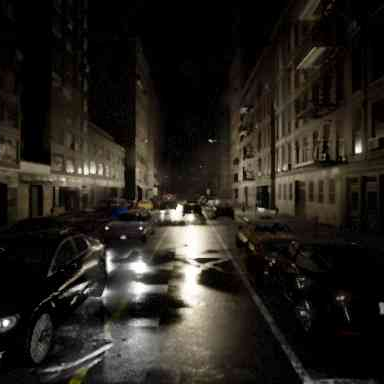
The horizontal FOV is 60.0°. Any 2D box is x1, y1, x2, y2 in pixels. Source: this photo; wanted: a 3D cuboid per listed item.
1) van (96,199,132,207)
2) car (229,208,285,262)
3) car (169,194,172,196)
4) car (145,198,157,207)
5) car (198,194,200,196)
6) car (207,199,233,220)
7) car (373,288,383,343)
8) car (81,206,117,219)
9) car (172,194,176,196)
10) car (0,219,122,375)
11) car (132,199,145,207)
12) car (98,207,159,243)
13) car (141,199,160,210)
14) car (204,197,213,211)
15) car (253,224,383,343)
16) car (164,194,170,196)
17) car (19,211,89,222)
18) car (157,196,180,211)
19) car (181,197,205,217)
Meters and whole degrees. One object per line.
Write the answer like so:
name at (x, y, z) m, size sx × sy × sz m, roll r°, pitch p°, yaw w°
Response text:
van at (-5.447, 1.357, 22.678) m, size 1.690 × 1.788 × 3.998 m, roll 0°, pitch 0°, yaw 0°
car at (2.608, 1.530, 12.035) m, size 1.752 × 1.417 × 4.829 m, roll 0°, pitch 0°, yaw 0°
car at (-5.568, 1.575, 65.979) m, size 2.008 × 1.369 × 4.403 m, roll 0°, pitch 0°, yaw 0°
car at (-5.492, 1.547, 38.745) m, size 1.752 × 1.417 × 4.829 m, roll 0°, pitch 0°, yaw 0°
car at (2.457, 1.544, 66.162) m, size 1.752 × 1.417 × 4.829 m, roll 0°, pitch 0°, yaw 0°
car at (2.563, 1.562, 28.103) m, size 2.008 × 1.369 × 4.403 m, roll 0°, pitch 0°, yaw 0°
car at (2.638, 1.581, 1.040) m, size 1.802 × 1.307 × 4.206 m, roll 0°, pitch 0°, yaw 0°
car at (-5.432, 1.596, 17.265) m, size 1.802 × 1.307 × 4.206 m, roll 0°, pitch 0°, yaw 0°
car at (-5.598, 1.337, 76.804) m, size 2.192 × 1.841 × 5.009 m, roll 0°, pitch 0°, yaw 0°
car at (-2.861, 1.498, 5.839) m, size 2.128 × 1.511 × 4.902 m, roll 0°, pitch 0°, yaw 0°
car at (-5.462, 1.458, 28.090) m, size 1.967 × 1.590 × 4.097 m, roll 0°, pitch 0°, yaw 0°
car at (-2.880, 1.612, 16.213) m, size 1.895 × 1.301 × 4.718 m, roll 0°, pitch 0°, yaw 0°
car at (-5.508, 1.589, 44.328) m, size 1.947 × 1.339 × 4.313 m, roll 0°, pitch 0°, yaw 0°
car at (2.533, 1.566, 38.929) m, size 2.008 × 1.369 × 4.403 m, roll 0°, pitch 0°, yaw 0°
car at (2.623, 1.568, 6.453) m, size 1.947 × 1.339 × 4.313 m, roll 0°, pitch 0°, yaw 0°
car at (-5.553, 1.577, 60.566) m, size 2.008 × 1.369 × 4.403 m, roll 0°, pitch 0°, yaw 0°
car at (-5.417, 1.577, 11.852) m, size 1.947 × 1.339 × 4.313 m, roll 0°, pitch 0°, yaw 0°
car at (-2.881, 1.585, 41.686) m, size 1.994 × 1.385 × 4.181 m, roll 0°, pitch 0°, yaw 0°
car at (0.018, 1.520, 32.075) m, size 1.837 × 1.490 × 4.892 m, roll 0°, pitch 0°, yaw 0°
